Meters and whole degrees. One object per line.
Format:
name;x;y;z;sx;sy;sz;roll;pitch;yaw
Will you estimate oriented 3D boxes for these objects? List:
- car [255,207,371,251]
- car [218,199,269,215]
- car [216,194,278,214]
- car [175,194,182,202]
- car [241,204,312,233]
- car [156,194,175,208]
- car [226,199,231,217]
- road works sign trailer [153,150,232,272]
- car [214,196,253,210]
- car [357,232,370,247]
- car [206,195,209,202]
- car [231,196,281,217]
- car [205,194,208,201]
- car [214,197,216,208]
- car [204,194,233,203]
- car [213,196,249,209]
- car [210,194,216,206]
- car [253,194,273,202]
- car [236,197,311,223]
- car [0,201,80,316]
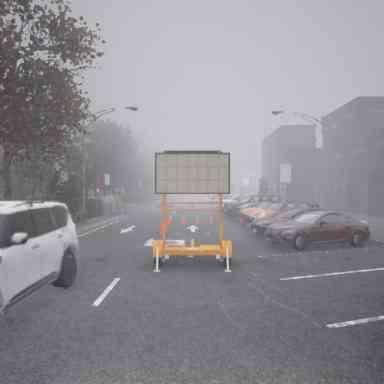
car;5.336;1.528;14.043;4.674;1.452;2.002;1;0;-20
car;5.414;1.545;35.046;4.792;1.488;2.163;1;0;-20
car;5.397;1.252;29.031;5.566;2.045;2.435;1;0;-20
car;-3.638;1.423;81.542;2.150;2.045;5.566;0;-1;2
car;5.318;1.518;17.035;4.792;1.488;2.163;1;0;-20
car;-3.962;1.422;48.640;2.097;1.767;4.553;0;0;0
car;5.387;1.538;26.052;4.674;1.452;2.002;1;0;-20
road works sign trailer;0.018;0.465;10.777;2.380;3.560;2.880;0;0;0
car;5.463;1.414;44.061;4.553;1.767;2.185;1;0;-20
car;5.317;1.487;5.043;4.892;1.521;2.231;1;0;-20
car;5.545;1.583;56.082;5.008;1.535;2.097;1;-1;-20
car;5.407;1.369;23.056;4.553;1.767;2.185;1;0;-20
car;5.404;1.613;65.027;5.366;1.575;1.946;1;0;-20
car;5.251;1.503;31.989;5.366;1.575;1.946;1;0;-20
car;5.611;1.391;71.120;5.566;2.045;2.435;1;0;-20
car;5.480;1.424;47.063;4.553;1.767;2.185;1;0;-20
car;5.437;1.271;38.048;5.566;2.045;2.435;1;0;-20
car;18.624;1.463;87.074;2.435;2.045;5.566;0;0;-21
car;5.392;1.366;20.055;4.553;1.767;2.185;1;0;-20
car;-3.938;1.222;6.302;2.150;2.045;5.566;0;0;0
